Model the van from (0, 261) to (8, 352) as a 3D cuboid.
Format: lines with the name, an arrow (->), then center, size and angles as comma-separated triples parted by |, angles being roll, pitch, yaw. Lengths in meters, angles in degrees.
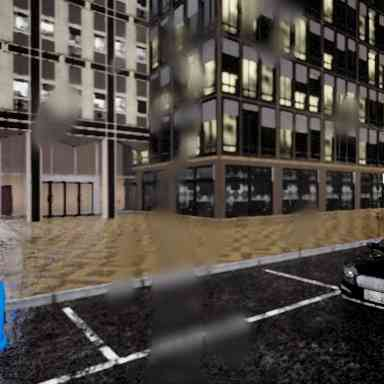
van -> -4.193, 1.342, 3.570 | 3.998, 1.788, 1.690 | 0, 0, -36

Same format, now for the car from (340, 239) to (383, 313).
car -> 5.060, 1.484, 6.967 | 4.902, 1.511, 2.128 | 0, 0, -35
